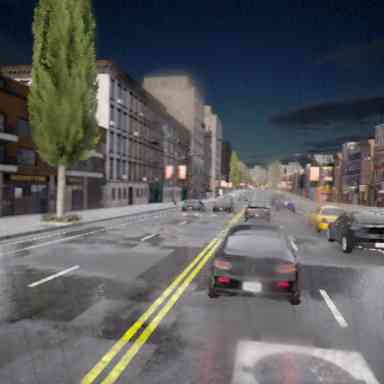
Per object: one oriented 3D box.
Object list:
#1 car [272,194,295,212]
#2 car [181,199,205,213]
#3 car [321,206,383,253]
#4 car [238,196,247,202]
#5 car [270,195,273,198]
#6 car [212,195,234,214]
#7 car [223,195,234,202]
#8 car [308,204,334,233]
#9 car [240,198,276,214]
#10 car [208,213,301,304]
[{"bbox_3d":[11.226,1.430,40.296,2.097,1.767,4.553,1,0,12],"label":"car"},{"bbox_3d":[0.213,1.433,35.608,1.994,1.385,4.181,1,0,11],"label":"car"},{"bbox_3d":[6.827,1.547,13.566,1.837,1.490,4.892,1,0,11],"label":"car"},{"bbox_3d":[11.460,1.496,74.633,1.994,1.385,4.181,1,0,11],"label":"car"},{"bbox_3d":[14.154,1.401,55.010,2.150,2.045,5.566,1,0,11],"label":"car"},{"bbox_3d":[3.308,1.404,34.511,1.882,1.535,5.008,1,0,11],"label":"car"},{"bbox_3d":[8.274,1.410,75.273,2.128,1.511,4.902,1,0,11],"label":"car"},{"bbox_3d":[8.046,1.495,19.636,1.801,1.575,5.366,1,0,11],"label":"car"},{"bbox_3d":[5.062,1.460,25.740,2.128,1.511,4.902,1,0,11],"label":"car"},{"bbox_3d":[1.525,1.504,8.123,1.812,1.442,4.674,1,0,11],"label":"car"}]
